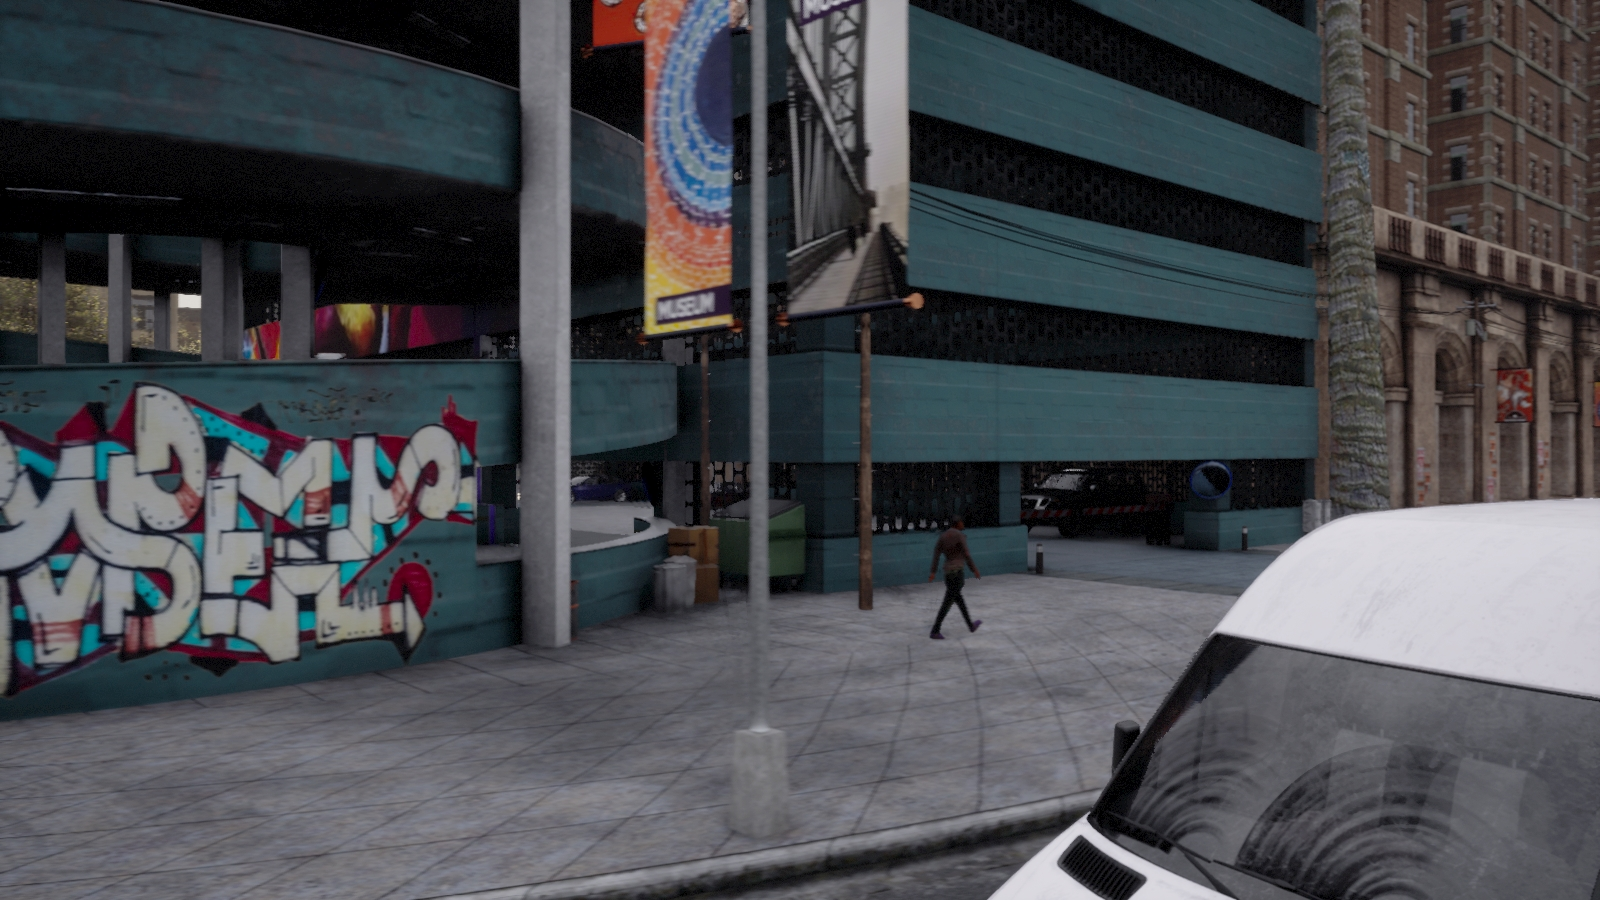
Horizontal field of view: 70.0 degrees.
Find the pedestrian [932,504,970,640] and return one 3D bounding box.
[{"bbox_3d":[2.134,1.710,16.106,0.375,1.860,0.375,0,0,-38],"label":"pedestrian"}]

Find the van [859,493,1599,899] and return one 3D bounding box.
[{"bbox_3d":[3.267,1.538,4.768,5.915,2.561,1.988,0,0,-30],"label":"van"}]

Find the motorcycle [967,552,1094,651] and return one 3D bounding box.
[{"bbox_3d":[3.408,2.196,16.826,1.805,1.236,0.856,0,-1,-37],"label":"motorcycle"}]
